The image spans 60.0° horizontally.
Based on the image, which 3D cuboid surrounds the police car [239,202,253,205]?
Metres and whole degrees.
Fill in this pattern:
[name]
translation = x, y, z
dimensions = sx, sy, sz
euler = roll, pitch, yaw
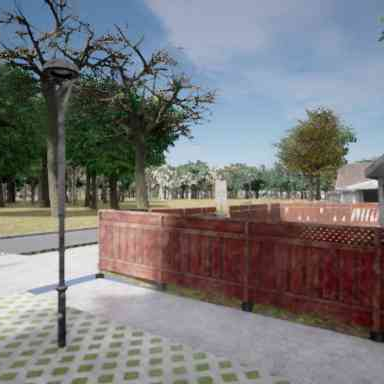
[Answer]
[police car]
translation = 6.520, 2.042, 40.680
dimensions = 2.038, 1.542, 4.974
euler = -2, -2, 34
